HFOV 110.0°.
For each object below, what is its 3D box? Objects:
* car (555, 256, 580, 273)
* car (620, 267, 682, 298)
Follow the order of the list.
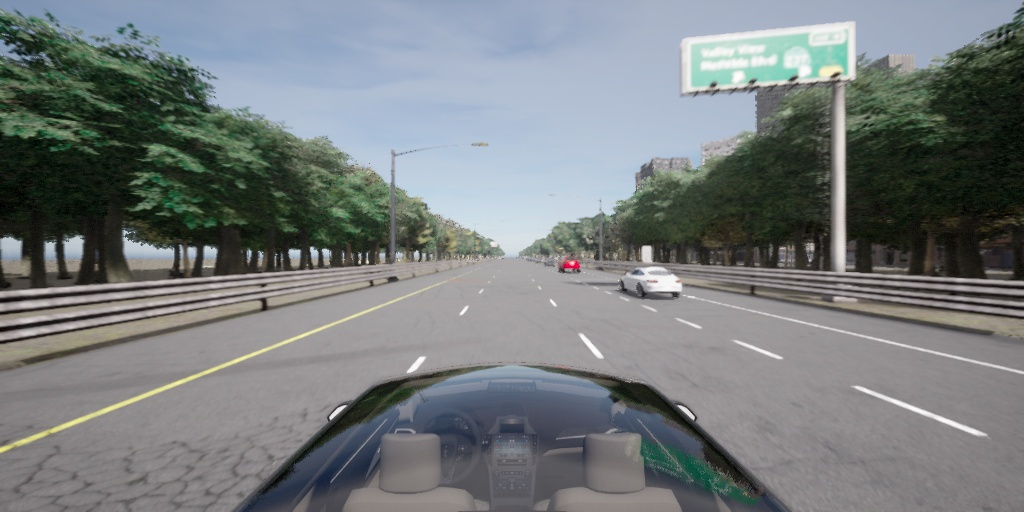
[{"bbox_3d":[7.009,0.991,44.441,2.150,2.045,5.566,0,0,0],"label":"car"},{"bbox_3d":[7.003,1.282,18.428,1.812,1.442,4.674,0,0,0],"label":"car"}]
